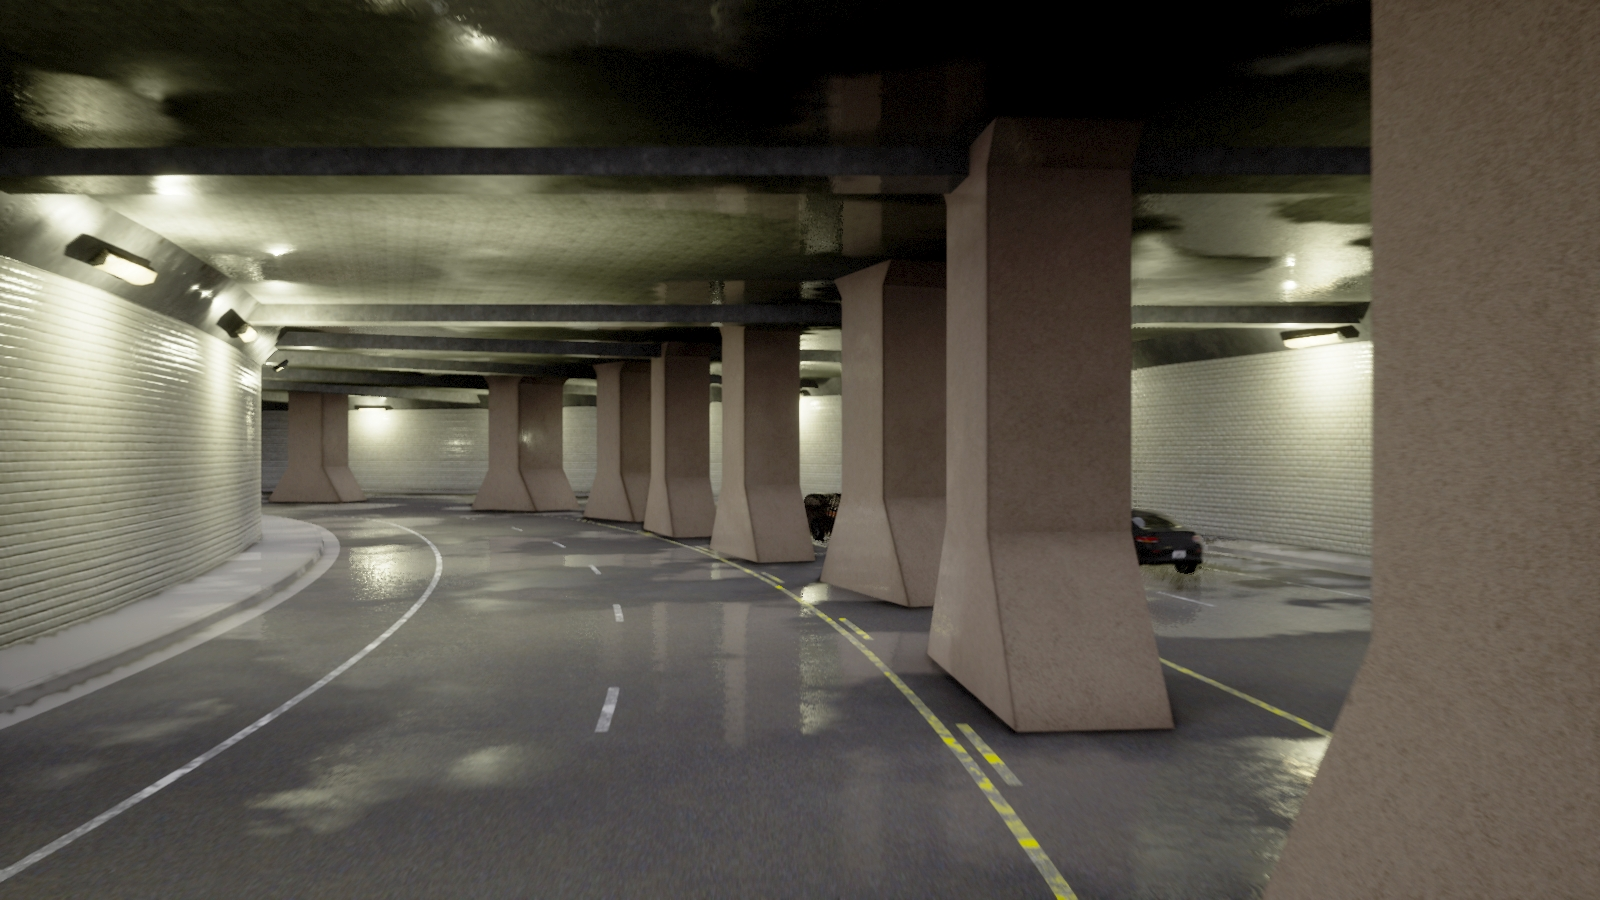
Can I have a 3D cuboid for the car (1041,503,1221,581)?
[{"bbox_3d":[7.626,2.081,26.857,2.002,1.442,4.674,0,0,-14],"label":"car"}]
